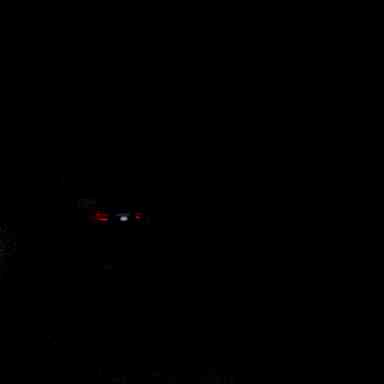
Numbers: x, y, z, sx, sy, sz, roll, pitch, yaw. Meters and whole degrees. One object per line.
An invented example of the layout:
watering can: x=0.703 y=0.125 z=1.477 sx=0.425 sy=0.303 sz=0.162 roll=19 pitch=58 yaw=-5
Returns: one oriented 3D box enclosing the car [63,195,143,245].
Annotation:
car: x=-4.236 y=1.144 z=15.444 sx=2.150 sy=2.045 sz=5.566 roll=1 pitch=0 yaw=-35
